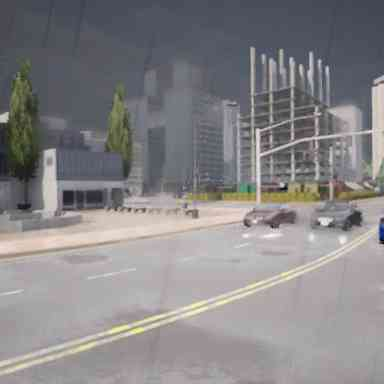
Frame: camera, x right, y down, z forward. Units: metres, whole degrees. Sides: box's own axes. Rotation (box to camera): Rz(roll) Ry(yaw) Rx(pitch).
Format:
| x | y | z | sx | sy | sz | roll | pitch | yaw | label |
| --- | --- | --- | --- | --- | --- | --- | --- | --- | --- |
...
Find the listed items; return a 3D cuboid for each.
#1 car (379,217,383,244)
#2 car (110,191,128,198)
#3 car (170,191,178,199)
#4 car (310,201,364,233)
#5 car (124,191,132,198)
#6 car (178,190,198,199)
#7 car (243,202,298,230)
| x | y | z | sx | sy | sz | roll | pitch | yaw | label |
| --- | --- | --- | --- | --- | --- | --- | --- | --- | --- |
| 9.113 | 1.252 | 13.755 | 1.882 | 1.535 | 5.008 | 0 | 1 | 38 | car |
| -20.421 | 0.761 | 93.202 | 1.932 | 1.855 | 4.605 | 0 | 1 | 39 | car |
| -2.920 | 0.622 | 79.034 | 1.905 | 1.878 | 3.866 | 0 | 1 | 39 | car |
| 7.996 | 1.250 | 18.197 | 2.128 | 1.511 | 4.902 | 0 | 0 | 38 | car |
| -18.205 | 0.746 | 91.340 | 1.905 | 1.878 | 3.866 | 0 | 1 | 39 | car |
| -0.672 | 0.844 | 77.207 | 1.970 | 1.475 | 3.806 | 0 | 1 | 39 | car |
| 4.816 | 1.316 | 19.816 | 1.812 | 1.442 | 4.674 | 0 | 0 | 38 | car |
